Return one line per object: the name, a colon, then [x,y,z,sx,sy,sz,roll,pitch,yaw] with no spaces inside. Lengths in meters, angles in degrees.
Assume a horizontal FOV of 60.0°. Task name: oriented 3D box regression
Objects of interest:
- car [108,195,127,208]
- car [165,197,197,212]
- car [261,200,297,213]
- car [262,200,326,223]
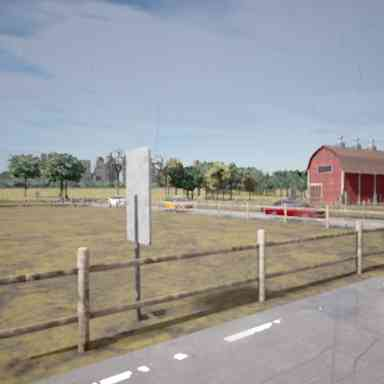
car: [-11.978,1.562,54.777,2.150,2.045,5.566,-1,0,-35]
car: [-1.368,1.422,39.683,2.097,1.767,4.553,-1,0,-35]
car: [8.552,1.469,30.814,1.837,1.490,4.892,-1,1,-35]
car: [8.174,1.608,26.296,1.895,1.301,4.718,-1,1,-36]
